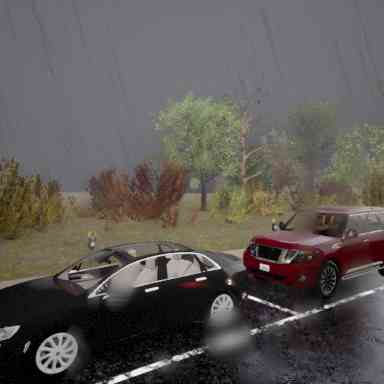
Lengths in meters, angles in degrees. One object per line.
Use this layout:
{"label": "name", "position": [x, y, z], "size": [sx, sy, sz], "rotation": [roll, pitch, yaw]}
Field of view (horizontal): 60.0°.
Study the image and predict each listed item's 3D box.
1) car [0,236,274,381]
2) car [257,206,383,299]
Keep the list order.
{"label": "car", "position": [-0.987, 1.551, 5.382], "size": [4.403, 1.369, 2.008], "rotation": [0, 1, -35]}
{"label": "car", "position": [3.622, 1.317, 8.656], "size": [5.009, 1.841, 2.192], "rotation": [0, 1, -35]}
